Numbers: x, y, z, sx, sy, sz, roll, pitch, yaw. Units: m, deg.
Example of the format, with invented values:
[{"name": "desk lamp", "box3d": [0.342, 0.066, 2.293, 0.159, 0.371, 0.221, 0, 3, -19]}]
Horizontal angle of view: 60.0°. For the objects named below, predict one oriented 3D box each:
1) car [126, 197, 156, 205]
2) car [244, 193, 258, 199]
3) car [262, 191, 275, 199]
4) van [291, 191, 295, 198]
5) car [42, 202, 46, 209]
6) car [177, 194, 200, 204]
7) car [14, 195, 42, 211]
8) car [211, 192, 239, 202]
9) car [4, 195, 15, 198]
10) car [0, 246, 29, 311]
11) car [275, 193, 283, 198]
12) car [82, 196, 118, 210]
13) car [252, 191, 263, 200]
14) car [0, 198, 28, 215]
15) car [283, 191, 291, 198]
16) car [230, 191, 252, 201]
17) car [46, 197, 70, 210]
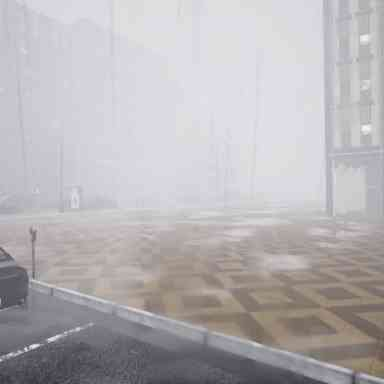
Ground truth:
[{"name": "car", "box3d": [-7.750, 1.340, 50.567, 1.895, 1.301, 4.718, -1, 0, 36]}, {"name": "car", "box3d": [15.380, 1.040, 86.961, 1.947, 1.339, 4.313, -1, 0, 36]}, {"name": "car", "box3d": [15.685, 0.740, 73.091, 2.192, 1.841, 5.009, -1, 0, 36]}, {"name": "van", "box3d": [25.406, 0.654, 86.526, 1.690, 1.788, 3.998, -1, 0, 36]}, {"name": "car", "box3d": [-17.022, 1.415, 42.180, 1.887, 1.381, 4.507, -1, 0, 36]}, {"name": "car", "box3d": [-0.515, 1.062, 50.700, 1.967, 1.590, 4.097, -1, 0, 36]}, {"name": "car", "box3d": [-20.265, 1.228, 37.701, 2.192, 1.841, 5.009, -1, 0, 36]}, {"name": "car", "box3d": [5.967, 1.093, 59.657, 2.008, 1.369, 4.403, -1, 0, 36]}, {"name": "car", "box3d": [-20.675, 1.385, 32.710, 1.882, 1.535, 5.008, -1, 0, 37]}, {"name": "car", "box3d": [-4.945, 1.553, 6.570, 4.403, 1.369, 2.008, 0, -1, 35]}, {"name": "car", "box3d": [18.927, 0.938, 77.569, 2.008, 1.369, 4.403, -1, 0, 36]}, {"name": "car", "box3d": [-10.235, 1.186, 37.266, 1.967, 1.590, 4.097, -1, 0, 36]}, {"name": "car", "box3d": [12.447, 1.046, 68.613, 1.802, 1.307, 4.206, -1, 0, 36]}, {"name": "car", "box3d": [-16.714, 1.413, 28.309, 1.802, 1.307, 4.206, -1, 0, 36]}, {"name": "car", "box3d": [22.168, 0.932, 82.048, 1.802, 1.307, 4.206, -1, 0, 36]}, {"name": "car", "box3d": [9.207, 1.048, 64.135, 1.887, 1.381, 4.507, -1, 0, 36]}, {"name": "car", "box3d": [-14.910, 1.357, 40.686, 1.812, 1.442, 4.674, -1, 0, 36]}]
